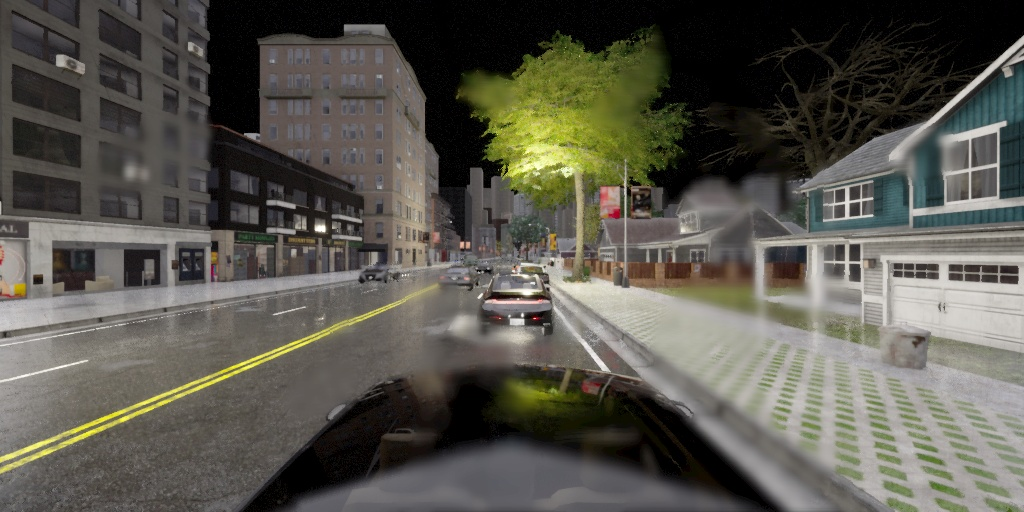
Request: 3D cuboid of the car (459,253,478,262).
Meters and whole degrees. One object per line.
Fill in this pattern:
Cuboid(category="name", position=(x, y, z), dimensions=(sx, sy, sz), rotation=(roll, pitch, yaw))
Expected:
Cuboid(category="car", position=(-6.386, 0.929, 55.997), dimensions=(2.150, 2.045, 5.566), rotation=(0, 0, 0))

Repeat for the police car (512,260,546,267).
Cuboid(category="police car", position=(1.044, 1.165, 20.583), dimensions=(1.930, 1.638, 5.238), rotation=(0, 0, 0))

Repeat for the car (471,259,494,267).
Cuboid(category="car", position=(-3.011, 1.323, 39.214), dimensions=(1.895, 1.301, 4.718), rotation=(0, 0, 0))

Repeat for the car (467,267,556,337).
Cuboid(category="car", position=(0.130, 1.239, 10.333), dimensions=(2.128, 1.511, 4.902), rotation=(0, 0, 0))

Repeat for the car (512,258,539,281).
Cuboid(category="car", position=(1.080, 1.082, 30.443), dimensions=(2.097, 1.767, 4.553), rotation=(0, 0, 0))

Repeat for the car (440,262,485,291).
Cuboid(category="car", position=(-3.077, 1.286, 21.974), dimensions=(2.033, 1.411, 5.357), rotation=(0, 0, 0))

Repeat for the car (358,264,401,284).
Cuboid(category="car", position=(-9.759, 1.298, 26.716), dimensions=(1.994, 1.385, 4.181), rotation=(0, 0, 0))
